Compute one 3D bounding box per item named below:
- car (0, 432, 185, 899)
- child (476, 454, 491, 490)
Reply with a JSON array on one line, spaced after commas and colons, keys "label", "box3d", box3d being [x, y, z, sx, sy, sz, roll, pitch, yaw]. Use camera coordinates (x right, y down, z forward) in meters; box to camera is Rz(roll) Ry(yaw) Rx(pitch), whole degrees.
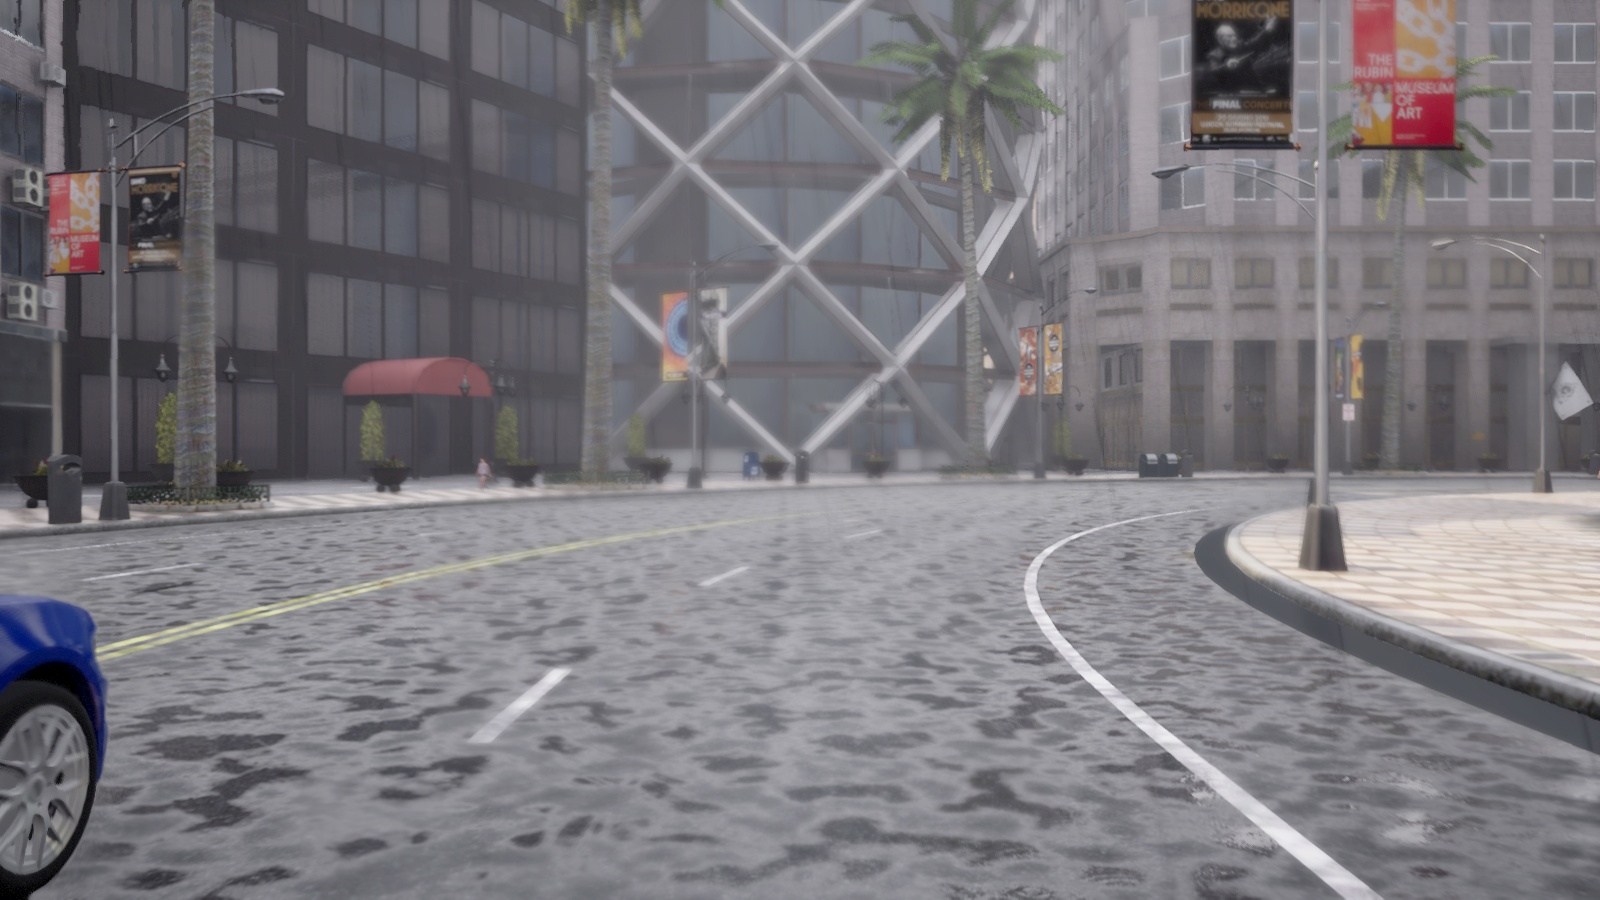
[{"label": "car", "box3d": [-3.475, 0.718, 2.633, 1.882, 1.535, 5.008, 0, 0, 0]}, {"label": "child", "box3d": [-9.896, 0.694, 39.235, 0.255, 1.110, 0.394, 0, 0, 24]}]
